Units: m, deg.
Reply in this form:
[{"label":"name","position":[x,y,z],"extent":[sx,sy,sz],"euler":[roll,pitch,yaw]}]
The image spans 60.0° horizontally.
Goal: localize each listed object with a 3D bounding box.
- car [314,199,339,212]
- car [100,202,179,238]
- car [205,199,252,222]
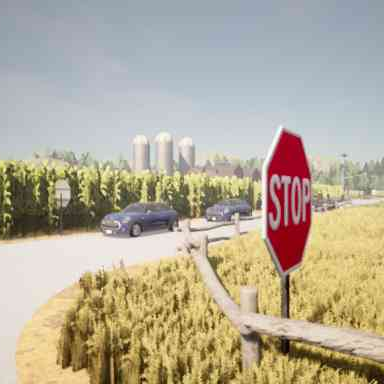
[{"label":"car","position":[15.239,1.486,37.638],"extent":[2.128,1.511,4.902],"euler":[0,0,35]},{"label":"car","position":[-2.737,1.345,18.003],"extent":[2.097,1.767,4.553],"euler":[0,0,35]},{"label":"car","position":[2.904,1.345,25.937],"extent":[2.097,1.767,4.553],"euler":[0,0,36]}]
